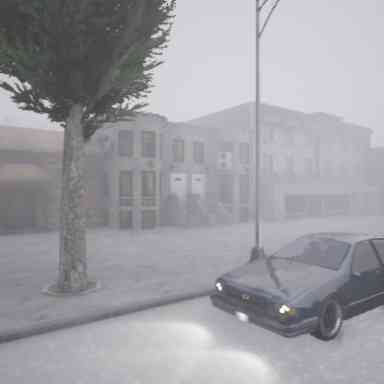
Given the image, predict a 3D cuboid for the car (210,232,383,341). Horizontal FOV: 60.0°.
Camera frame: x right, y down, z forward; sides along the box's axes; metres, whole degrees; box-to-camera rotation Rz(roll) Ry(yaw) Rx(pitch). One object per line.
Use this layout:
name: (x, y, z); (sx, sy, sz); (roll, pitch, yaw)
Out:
car: (2.938, 1.555, 6.729); (5.357, 1.411, 2.033); (0, 0, -36)
